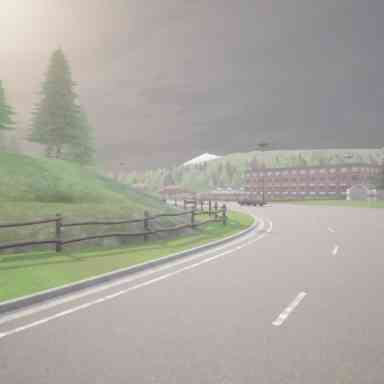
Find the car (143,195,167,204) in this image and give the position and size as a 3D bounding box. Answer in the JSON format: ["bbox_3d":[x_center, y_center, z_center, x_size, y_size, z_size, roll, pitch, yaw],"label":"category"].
[{"bbox_3d":[-6.922,1.601,63.762,1.895,1.301,4.718,0,0,-40],"label":"car"}]

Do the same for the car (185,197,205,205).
[{"bbox_3d":[0.420,1.564,60.125,1.994,1.385,4.181,0,0,-38],"label":"car"}]

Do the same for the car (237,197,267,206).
[{"bbox_3d":[9.636,1.547,53.388,2.033,1.411,5.357,0,0,-33],"label":"car"}]
